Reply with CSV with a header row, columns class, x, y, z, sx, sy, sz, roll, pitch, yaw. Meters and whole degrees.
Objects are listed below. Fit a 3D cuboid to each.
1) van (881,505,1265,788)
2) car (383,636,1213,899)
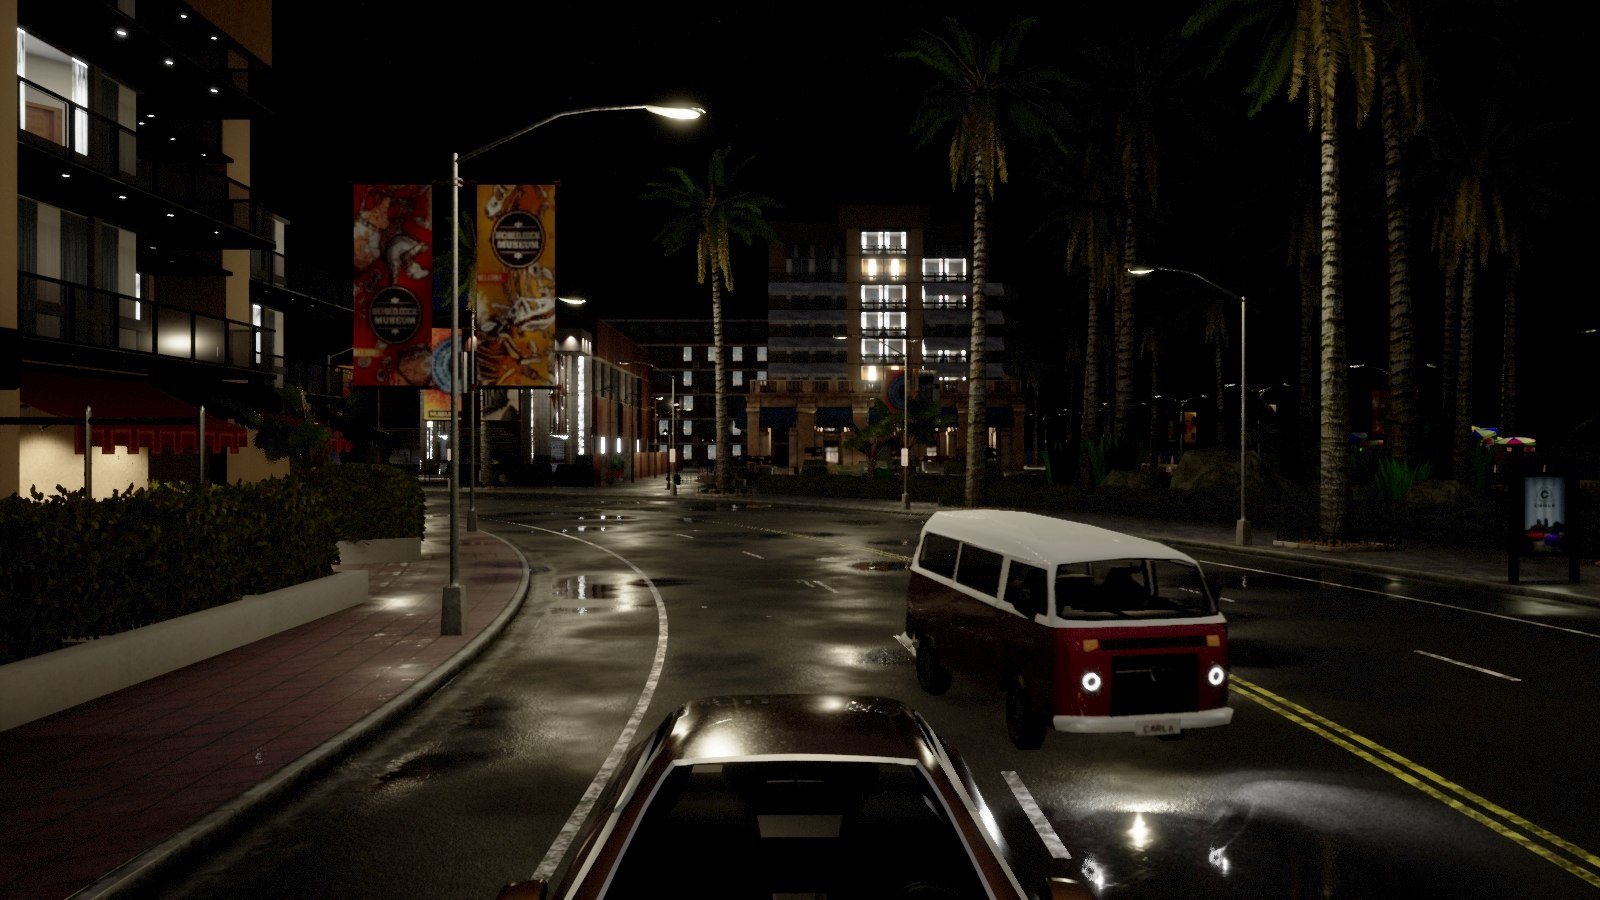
class,x,y,z,sx,sy,sz,roll,pitch,yaw
van,2.543,1.770,12.026,2.069,2.038,4.480,0,2,-14
car,-0.020,1.992,4.650,2.152,1.651,5.027,0,0,-1
